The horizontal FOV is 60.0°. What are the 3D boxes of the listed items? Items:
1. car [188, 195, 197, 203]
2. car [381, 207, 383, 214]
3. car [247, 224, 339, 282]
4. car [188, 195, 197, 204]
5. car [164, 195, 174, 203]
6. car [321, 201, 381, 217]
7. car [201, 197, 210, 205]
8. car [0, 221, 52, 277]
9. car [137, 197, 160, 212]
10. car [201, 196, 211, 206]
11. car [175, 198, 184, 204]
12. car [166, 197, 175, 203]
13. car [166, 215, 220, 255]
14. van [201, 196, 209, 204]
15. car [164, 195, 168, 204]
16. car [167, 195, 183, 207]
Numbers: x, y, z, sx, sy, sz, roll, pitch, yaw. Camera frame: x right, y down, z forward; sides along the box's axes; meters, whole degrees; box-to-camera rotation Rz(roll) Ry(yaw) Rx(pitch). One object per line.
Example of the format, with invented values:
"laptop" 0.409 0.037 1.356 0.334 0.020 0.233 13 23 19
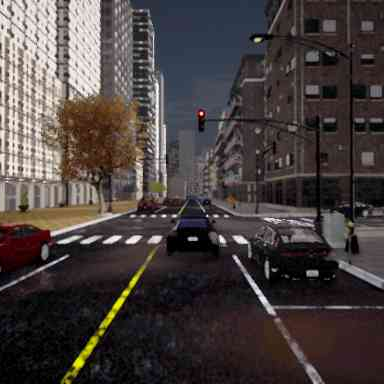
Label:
"car" 0.148 1.641 81.745 2.097 1.767 4.553 0 0 0
"car" 18.873 1.378 29.070 4.829 1.417 1.752 -1 1 0
"car" 2.704 1.595 9.638 2.008 1.369 4.403 0 0 0
"car" 0.128 1.919 71.734 1.994 1.385 4.181 0 0 0
"car" -5.547 1.745 80.701 2.192 1.841 5.009 0 0 0
"car" 13.476 1.478 29.025 4.403 1.369 2.008 -1 1 0
"car" 2.815 1.888 69.809 1.752 1.417 4.829 0 0 0
"car" -5.676 1.589 9.653 1.887 1.381 4.507 0 0 0
"car" -5.618 1.523 42.042 2.192 1.841 5.009 0 0 0
"car" 2.804 1.895 64.116 1.947 1.339 4.313 0 0 0
"car" -2.864 1.976 75.308 1.895 1.301 4.718 0 0 0
"car" -5.537 2.015 86.223 2.008 1.369 4.403 0 0 0
"car" 0.058 1.626 13.650 1.994 1.385 4.181 0 0 1
"van" 2.824 1.736 75.163 1.690 1.788 3.998 0 0 0
"car" -5.557 1.961 75.178 1.947 1.339 4.313 0 0 0
"car" -2.950 1.782 59.737 1.882 1.535 5.008 0 0 1
